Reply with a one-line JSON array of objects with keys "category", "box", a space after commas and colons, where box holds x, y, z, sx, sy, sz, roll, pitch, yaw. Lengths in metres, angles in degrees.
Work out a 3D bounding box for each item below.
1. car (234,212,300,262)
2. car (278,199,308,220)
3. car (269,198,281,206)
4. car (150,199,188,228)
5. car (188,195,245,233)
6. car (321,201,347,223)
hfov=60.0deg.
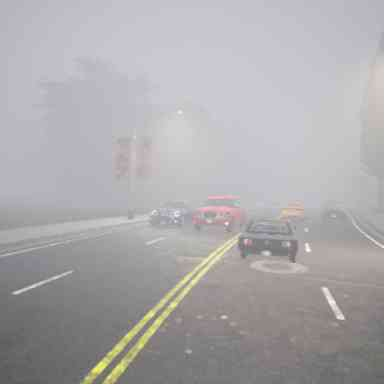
[{"category": "car", "box": [2.991, 1.661, 12.688, 1.895, 1.301, 4.718, 1, 0, 16]}, {"category": "car", "box": [9.326, 1.656, 30.017, 1.882, 1.535, 5.008, 1, 0, 23]}, {"category": "car", "box": [15.343, 1.855, 60.462, 1.812, 1.442, 4.674, 1, 0, 24]}, {"category": "car", "box": [-0.999, 1.302, 22.053, 2.097, 1.767, 4.553, 1, 0, 20]}, {"category": "car", "box": [1.854, 1.240, 20.485, 2.150, 2.045, 5.566, 1, 0, 19]}, {"category": "car", "box": [12.175, 1.764, 28.506, 1.812, 1.442, 4.674, 1, 0, 24]}]
